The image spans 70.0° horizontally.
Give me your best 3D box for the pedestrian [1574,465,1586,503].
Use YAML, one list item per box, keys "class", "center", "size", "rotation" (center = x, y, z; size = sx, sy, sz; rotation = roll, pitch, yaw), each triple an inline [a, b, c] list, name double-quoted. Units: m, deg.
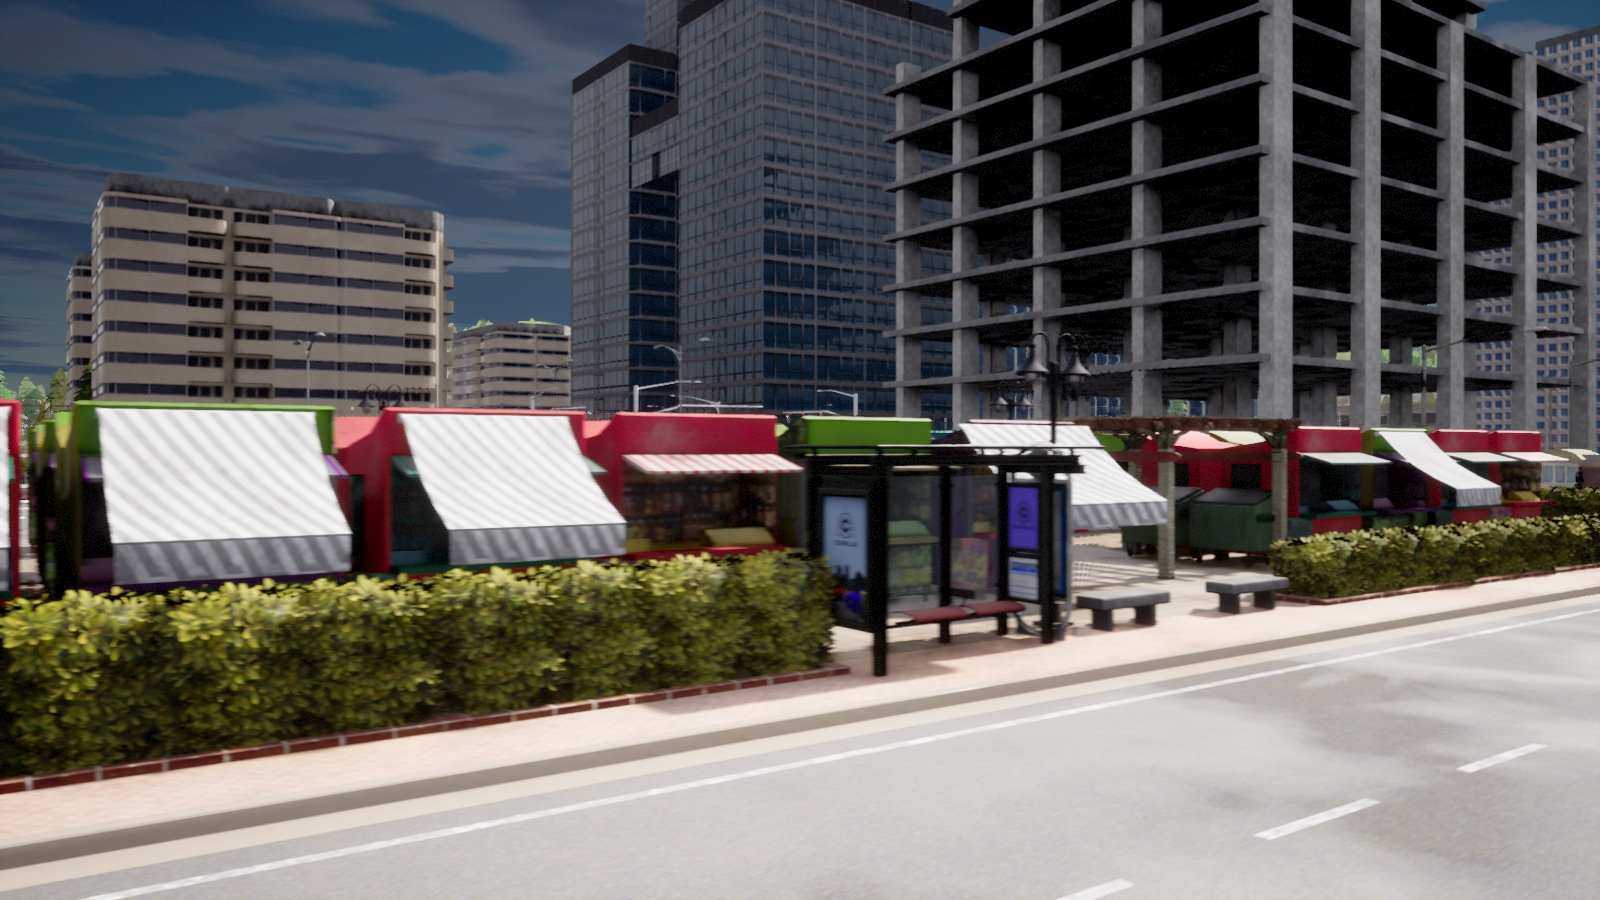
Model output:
- class: "pedestrian"
  center: [37.700, 1.643, 55.232]
  size: [0.375, 1.860, 0.375]
  rotation: [0, 0, -37]
